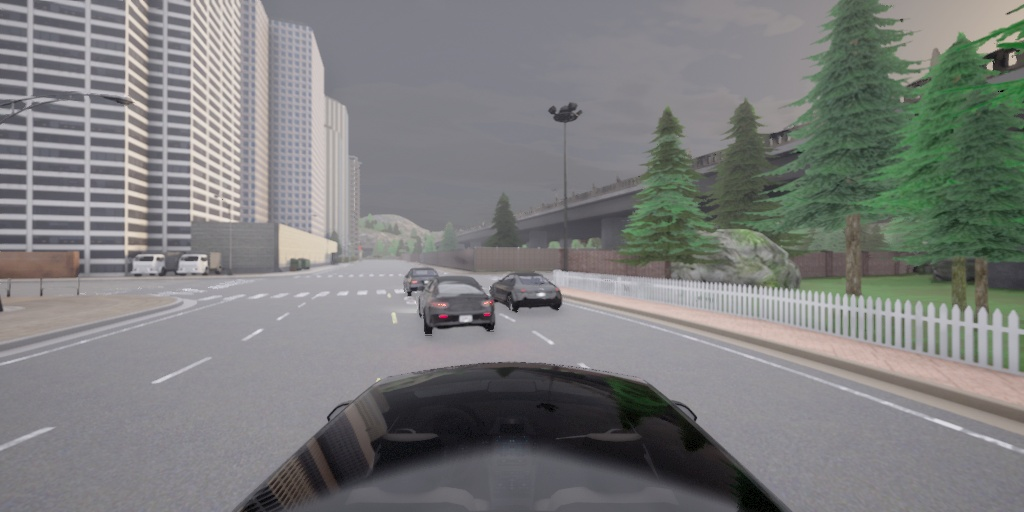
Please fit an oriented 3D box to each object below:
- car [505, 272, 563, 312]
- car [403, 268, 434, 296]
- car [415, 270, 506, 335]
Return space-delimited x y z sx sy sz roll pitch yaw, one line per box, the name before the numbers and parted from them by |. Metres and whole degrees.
car | 0.445 1.355 14.706 1.994 1.385 4.181 0 0 -17
car | -5.070 1.368 20.206 2.033 1.411 5.357 0 0 -19
car | -1.752 1.305 10.611 1.812 1.442 4.674 0 0 -17
